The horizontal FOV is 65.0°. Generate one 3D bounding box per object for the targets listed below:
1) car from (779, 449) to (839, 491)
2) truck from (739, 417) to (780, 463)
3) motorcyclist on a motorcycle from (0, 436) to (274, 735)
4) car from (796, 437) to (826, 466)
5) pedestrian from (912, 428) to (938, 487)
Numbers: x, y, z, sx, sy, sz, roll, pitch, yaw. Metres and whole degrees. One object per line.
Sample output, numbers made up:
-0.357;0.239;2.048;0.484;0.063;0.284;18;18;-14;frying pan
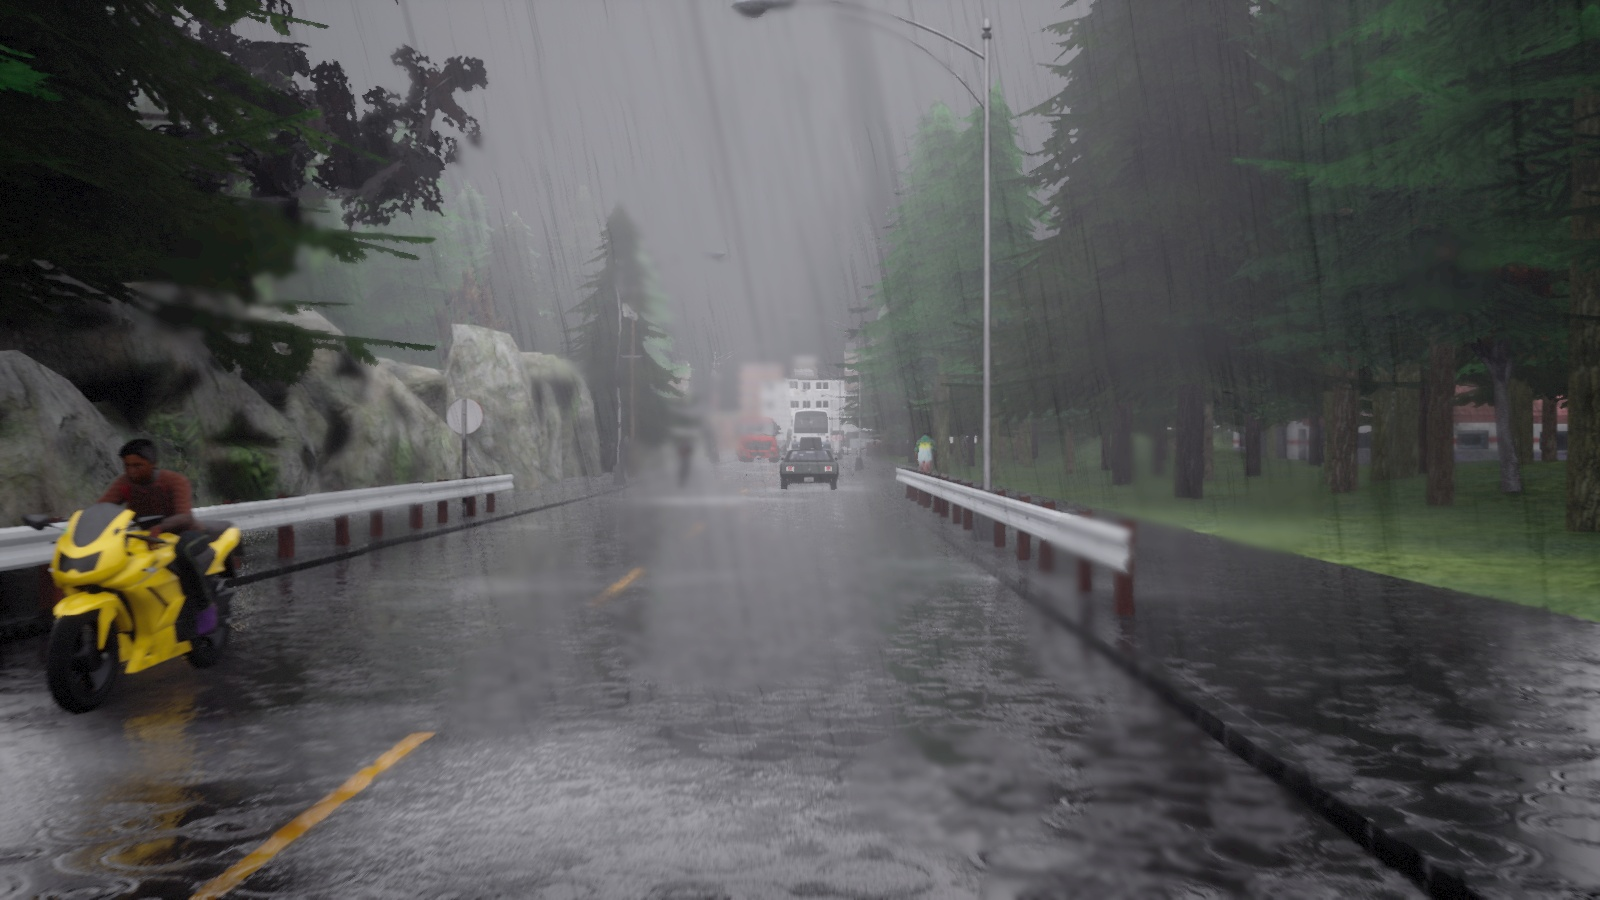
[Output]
0.317;0.626;42.009;1.895;1.301;4.718;0;0;1;car
-3.122;-0.758;98.866;2.891;3.462;7.936;0;0;1;truck
-3.943;0.686;7.431;0.797;1.523;2.044;0;0;0;motorcyclist on a motorcycle
0.714;0.109;82.216;1.905;1.878;3.866;0;0;1;car
4.141;0.241;41.583;0.659;1.952;0.873;0;0;21;pedestrian
